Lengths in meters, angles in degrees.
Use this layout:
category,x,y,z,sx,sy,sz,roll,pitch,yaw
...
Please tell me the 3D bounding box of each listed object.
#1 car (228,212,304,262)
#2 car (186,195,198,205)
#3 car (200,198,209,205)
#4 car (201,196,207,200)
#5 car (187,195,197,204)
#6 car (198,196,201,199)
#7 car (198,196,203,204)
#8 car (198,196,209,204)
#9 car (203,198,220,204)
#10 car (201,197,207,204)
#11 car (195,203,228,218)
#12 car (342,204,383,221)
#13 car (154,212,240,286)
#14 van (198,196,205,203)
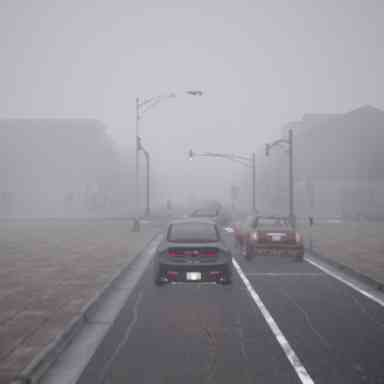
category,x,y,z,sx,sy,sz,roll,pitch,yaw
car,2.663,1.479,12.401,1.967,1.590,4.097,2,0,0
car,0.019,1.700,69.700,2.150,2.045,5.566,0,-1,0
car,2.660,2.027,71.941,1.752,1.417,4.829,1,-1,0
car,2.660,1.796,50.191,1.752,1.417,4.829,1,-1,0
car,0.006,1.826,80.108,2.150,2.045,5.566,0,-1,0
car,2.660,1.965,66.503,1.752,1.417,4.829,1,-1,0
car,2.658,1.944,60.896,1.947,1.339,4.313,1,-1,0
car,2.664,1.880,77.211,2.192,1.841,5.009,1,-1,0
car,2.659,1.745,39.147,1.947,1.339,4.313,1,0,0
car,2.658,1.788,44.584,1.947,1.339,4.313,1,-1,0
car,1.179,1.632,20.393,1.895,1.301,4.718,0,1,19
car,14.567,1.681,27.228,4.181,1.385,1.994,0,-2,0
car,0.023,1.534,9.454,1.837,1.490,4.892,0,0,0
van,2.663,2.122,93.524,1.690,1.788,3.998,1,-1,0
